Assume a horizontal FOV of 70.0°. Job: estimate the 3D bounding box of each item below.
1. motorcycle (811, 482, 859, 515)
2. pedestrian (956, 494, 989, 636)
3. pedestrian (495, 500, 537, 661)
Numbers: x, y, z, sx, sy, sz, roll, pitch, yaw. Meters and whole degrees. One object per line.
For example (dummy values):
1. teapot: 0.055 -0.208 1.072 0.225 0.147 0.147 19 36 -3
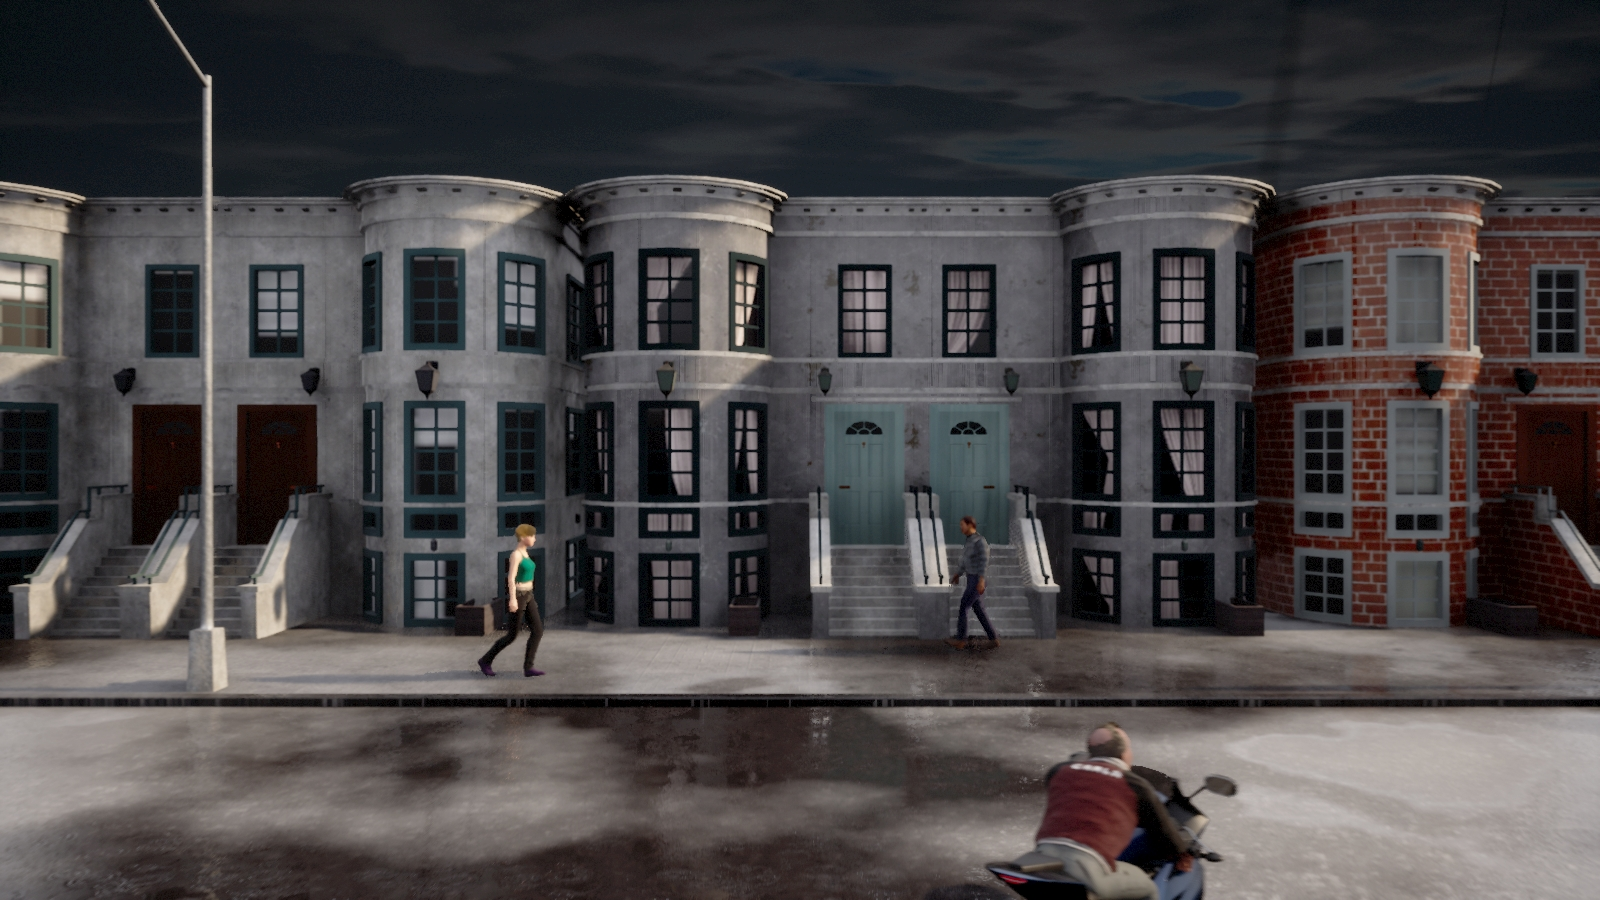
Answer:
1. motorcycle: 1.441 1.985 46.982 0.867 1.251 2.209 1 0 36
2. pedestrian: 2.295 1.524 15.245 0.375 1.860 0.375 0 0 -2
3. pedestrian: -3.346 1.524 13.477 0.375 1.860 0.375 0 0 7
